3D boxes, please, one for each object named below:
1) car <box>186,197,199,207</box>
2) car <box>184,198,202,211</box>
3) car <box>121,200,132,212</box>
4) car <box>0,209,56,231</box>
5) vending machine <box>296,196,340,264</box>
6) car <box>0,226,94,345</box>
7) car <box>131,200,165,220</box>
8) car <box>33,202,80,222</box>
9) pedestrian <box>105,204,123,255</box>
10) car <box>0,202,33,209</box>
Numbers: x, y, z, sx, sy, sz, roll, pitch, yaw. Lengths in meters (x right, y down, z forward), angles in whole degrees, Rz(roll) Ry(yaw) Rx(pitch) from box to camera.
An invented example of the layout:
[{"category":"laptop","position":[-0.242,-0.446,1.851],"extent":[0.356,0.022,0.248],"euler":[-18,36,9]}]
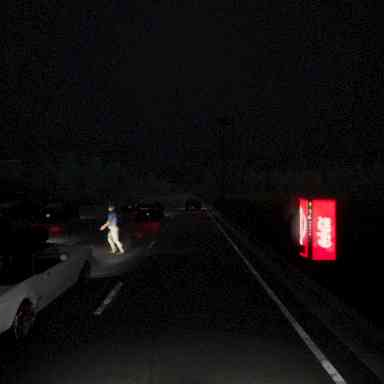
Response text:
[{"category":"car","position":[0.125,1.564,52.198],"extent":[1.994,1.385,4.181],"euler":[0,0,0]},{"category":"car","position":[0.133,1.506,41.468],"extent":[1.837,1.490,4.892],"euler":[0,0,0]},{"category":"car","position":[-6.869,1.564,38.455],"extent":[1.994,1.385,4.181],"euler":[0,0,0]},{"category":"car","position":[-6.891,1.547,11.468],"extent":[2.033,1.411,5.357],"euler":[0,0,0]},{"category":"vending machine","position":[4.076,1.195,10.801],"extent":[1.100,2.100,0.880],"euler":[0,0,0]},{"category":"car","position":[-3.395,1.600,6.311],"extent":[1.895,1.301,4.718],"euler":[0,0,0]},{"category":"car","position":[-3.377,1.492,27.901],"extent":[2.128,1.511,4.902],"euler":[0,0,0]},{"category":"car","position":[-10.380,1.526,26.329],"extent":[1.812,1.442,4.674],"euler":[0,0,0]},{"category":"pedestrian","position":[-2.795,1.294,11.861],"extent":[0.375,1.860,0.375],"euler":[0,0,0]},{"category":"car","position":[-13.878,1.526,26.341],"extent":[1.812,1.442,4.674],"euler":[0,0,0]}]
